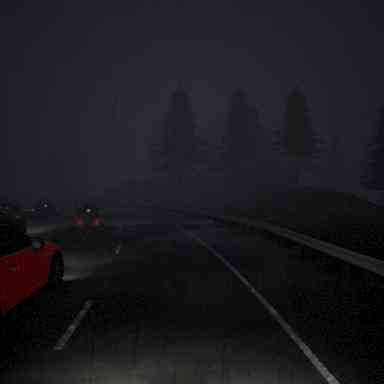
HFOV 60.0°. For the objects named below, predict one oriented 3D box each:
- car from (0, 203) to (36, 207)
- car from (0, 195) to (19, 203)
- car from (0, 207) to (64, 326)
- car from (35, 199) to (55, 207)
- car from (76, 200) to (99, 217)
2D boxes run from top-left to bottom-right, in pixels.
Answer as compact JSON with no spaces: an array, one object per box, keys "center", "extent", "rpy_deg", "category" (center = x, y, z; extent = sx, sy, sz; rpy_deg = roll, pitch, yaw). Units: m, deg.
[{"center":[-8.484,1.454,13.863],"extent":[2.128,1.511,4.902],"rpy_deg":[0,0,-10],"category":"car"},{"center":[-19.687,1.422,35.735],"extent":[1.812,1.442,4.674],"rpy_deg":[0,0,-27],"category":"car"},{"center":[-3.965,1.336,6.030],"extent":[2.097,1.767,4.553],"rpy_deg":[0,0,-4],"category":"car"},{"center":[-16.307,1.445,36.735],"extent":[1.994,1.385,4.181],"rpy_deg":[0,0,-27],"category":"car"},{"center":[-9.602,1.413,30.458],"extent":[1.812,1.442,4.674],"rpy_deg":[0,0,-20],"category":"car"}]
